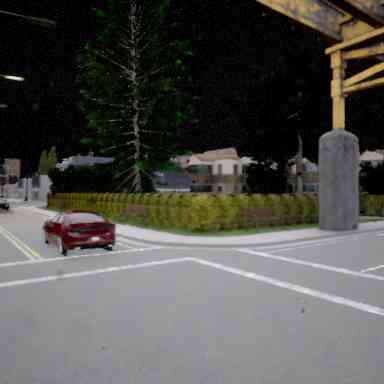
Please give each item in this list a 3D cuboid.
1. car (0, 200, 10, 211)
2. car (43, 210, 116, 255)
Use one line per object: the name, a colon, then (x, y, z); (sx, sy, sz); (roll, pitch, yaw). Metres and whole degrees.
car: (-22.941, 1.598, 39.491); (1.895, 1.301, 4.718); (0, 0, -35)
car: (-4.711, 1.476, 13.569); (1.882, 1.535, 5.008); (0, 0, -34)
